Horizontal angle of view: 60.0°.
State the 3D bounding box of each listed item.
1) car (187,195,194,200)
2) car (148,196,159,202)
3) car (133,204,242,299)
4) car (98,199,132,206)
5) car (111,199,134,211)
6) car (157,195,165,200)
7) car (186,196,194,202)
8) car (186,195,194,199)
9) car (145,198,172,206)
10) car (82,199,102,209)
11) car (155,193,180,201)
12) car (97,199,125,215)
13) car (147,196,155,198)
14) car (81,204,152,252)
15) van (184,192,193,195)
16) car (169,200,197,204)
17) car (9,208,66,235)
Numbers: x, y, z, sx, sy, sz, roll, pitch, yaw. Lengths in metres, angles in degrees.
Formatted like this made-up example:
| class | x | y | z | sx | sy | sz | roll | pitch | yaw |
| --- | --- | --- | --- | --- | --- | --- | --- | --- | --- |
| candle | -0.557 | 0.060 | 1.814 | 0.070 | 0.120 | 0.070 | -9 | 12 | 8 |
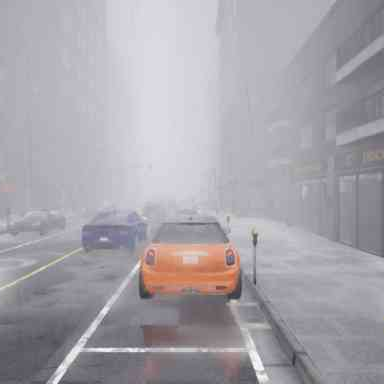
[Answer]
| class | x | y | z | sx | sy | sz | roll | pitch | yaw |
| --- | --- | --- | --- | --- | --- | --- | --- | --- | --- |
| car | -0.383 | 1.575 | 90.427 | 1.802 | 1.307 | 4.206 | 0 | 0 | 0 |
| car | -8.408 | 1.543 | 73.374 | 1.887 | 1.381 | 4.507 | 0 | 0 | 0 |
| car | -0.033 | 1.353 | 8.620 | 2.097 | 1.767 | 4.553 | 0 | 0 | 0 |
| car | -5.866 | 1.526 | 27.024 | 1.812 | 1.442 | 4.674 | 0 | 0 | 0 |
| car | -8.408 | 1.551 | 40.611 | 2.008 | 1.369 | 4.403 | 0 | 0 | 0 |
| car | -8.408 | 1.519 | 90.251 | 1.752 | 1.417 | 4.829 | 0 | 0 | 0 |
| car | -0.383 | 1.579 | 79.064 | 1.802 | 1.307 | 4.206 | 0 | 0 | 0 |
| car | -0.383 | 1.440 | 35.101 | 1.967 | 1.590 | 4.097 | 0 | 0 | 0 |
| car | -2.932 | 1.506 | 27.393 | 1.837 | 1.490 | 4.892 | 0 | 0 | 0 |
| car | -8.408 | 1.440 | 29.575 | 1.967 | 1.590 | 4.097 | 0 | 0 | 0 |
| car | -2.936 | 1.353 | 41.278 | 2.097 | 1.767 | 4.553 | 0 | 0 | 0 |
| car | -8.408 | 1.525 | 34.923 | 1.752 | 1.417 | 4.829 | 0 | 0 | 0 |
| car | -8.408 | 1.549 | 67.693 | 2.008 | 1.369 | 4.403 | 0 | 0 | 0 |
| car | -3.023 | 1.478 | 13.913 | 1.882 | 1.535 | 5.008 | 0 | 0 | 0 |
| van | -0.383 | 1.339 | 67.702 | 1.690 | 1.788 | 3.998 | 0 | 0 | 0 |
| car | -0.383 | 1.551 | 24.063 | 2.008 | 1.369 | 4.403 | 0 | 0 | 0 |
| car | -8.408 | 1.582 | 18.538 | 1.802 | 1.307 | 4.206 | 0 | 0 | 0 |
